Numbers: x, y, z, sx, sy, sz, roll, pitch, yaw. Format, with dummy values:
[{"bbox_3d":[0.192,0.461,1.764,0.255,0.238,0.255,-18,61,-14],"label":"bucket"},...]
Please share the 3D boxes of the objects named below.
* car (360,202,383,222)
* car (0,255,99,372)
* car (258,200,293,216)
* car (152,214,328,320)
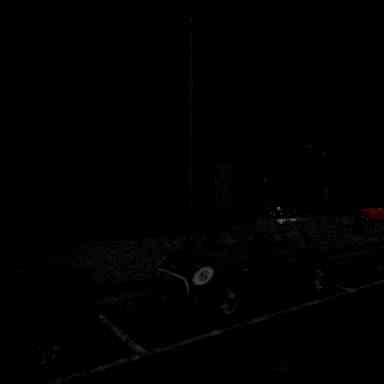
[{"bbox_3d":[15.816,1.589,26.754,2.097,1.767,4.553,0,0,-30],"label":"car"},{"bbox_3d":[-3.362,1.563,4.134,4.313,1.339,1.947,1,0,-36],"label":"car"},{"bbox_3d":[7.596,1.571,32.560,2.097,1.767,4.553,1,0,-36],"label":"car"},{"bbox_3d":[1.137,1.480,7.343,4.097,1.590,1.967,1,0,-36],"label":"car"}]
